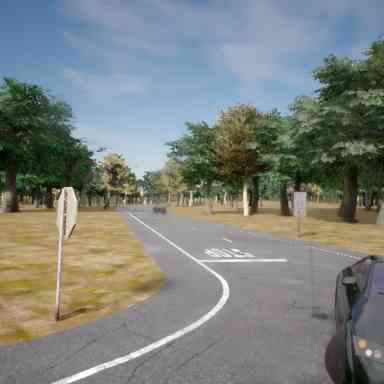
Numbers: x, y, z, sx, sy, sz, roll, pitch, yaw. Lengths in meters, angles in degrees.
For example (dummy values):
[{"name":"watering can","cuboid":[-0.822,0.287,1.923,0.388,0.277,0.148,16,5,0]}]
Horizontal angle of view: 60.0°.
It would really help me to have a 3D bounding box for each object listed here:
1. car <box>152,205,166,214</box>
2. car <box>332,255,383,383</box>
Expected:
[{"name":"car","cuboid":[-5.602,2.963,56.870,1.882,1.535,5.008,3,-2,-14]},{"name":"car","cuboid":[3.089,1.643,4.595,1.994,1.385,4.181,1,-1,22]}]
